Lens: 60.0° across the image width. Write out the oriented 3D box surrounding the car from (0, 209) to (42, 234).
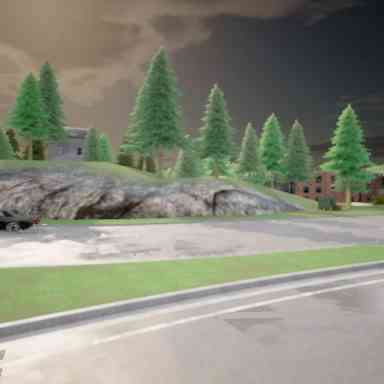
[{"bbox_3d":[-11.015,1.600,18.363,4.718,1.301,1.895,0,0,-9],"label":"car"}]
